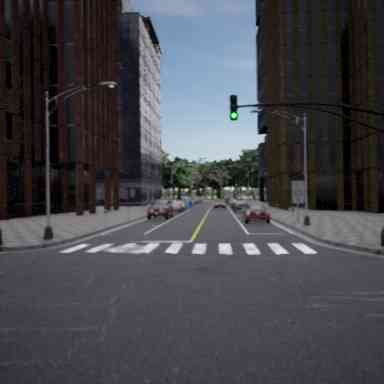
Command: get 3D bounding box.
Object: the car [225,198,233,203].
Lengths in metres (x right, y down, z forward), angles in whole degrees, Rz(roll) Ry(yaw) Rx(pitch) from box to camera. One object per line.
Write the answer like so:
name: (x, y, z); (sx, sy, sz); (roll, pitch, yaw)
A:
car: (10.143, 2.270, 91.632); (1.887, 1.381, 4.507); (-1, -1, 4)

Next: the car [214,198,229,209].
car: (4.364, 2.023, 52.019); (1.895, 1.301, 4.718); (-1, -1, 4)

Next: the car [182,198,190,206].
car: (-1.774, 2.008, 48.763); (1.752, 1.417, 4.829); (-1, -1, 4)

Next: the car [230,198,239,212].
car: (6.312, 1.855, 42.845); (2.008, 1.369, 4.403); (-1, -1, 4)

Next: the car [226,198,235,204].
car: (9.292, 2.180, 80.790); (2.008, 1.369, 4.403); (-1, -1, 4)

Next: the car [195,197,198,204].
car: (-0.483, 2.174, 65.194); (2.008, 1.369, 4.403); (-1, -1, 4)

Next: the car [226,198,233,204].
car: (9.730, 2.204, 86.380); (1.752, 1.417, 4.829); (-1, -1, 4)

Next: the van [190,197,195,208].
van: (-0.912, 1.918, 59.776); (1.690, 1.788, 3.998); (-1, -1, 4)

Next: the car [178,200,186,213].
car: (-2.186, 2.021, 43.511); (1.802, 1.307, 4.206); (-1, -1, 4)

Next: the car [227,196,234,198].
car: (7.602, 1.969, 59.277); (1.752, 1.417, 4.829); (-1, -1, 4)

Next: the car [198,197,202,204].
car: (0.794, 2.330, 81.456); (1.947, 1.339, 4.313); (-1, -1, 4)

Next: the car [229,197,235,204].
car: (6.738, 1.894, 48.266); (1.887, 1.381, 4.507); (-1, -1, 4)

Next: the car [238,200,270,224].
car: (5.033, 1.609, 26.584); (1.967, 1.590, 4.097); (-1, -1, 4)

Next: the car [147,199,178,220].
car: (-3.041, 1.663, 32.672); (2.192, 1.841, 5.009); (-1, -1, 4)
